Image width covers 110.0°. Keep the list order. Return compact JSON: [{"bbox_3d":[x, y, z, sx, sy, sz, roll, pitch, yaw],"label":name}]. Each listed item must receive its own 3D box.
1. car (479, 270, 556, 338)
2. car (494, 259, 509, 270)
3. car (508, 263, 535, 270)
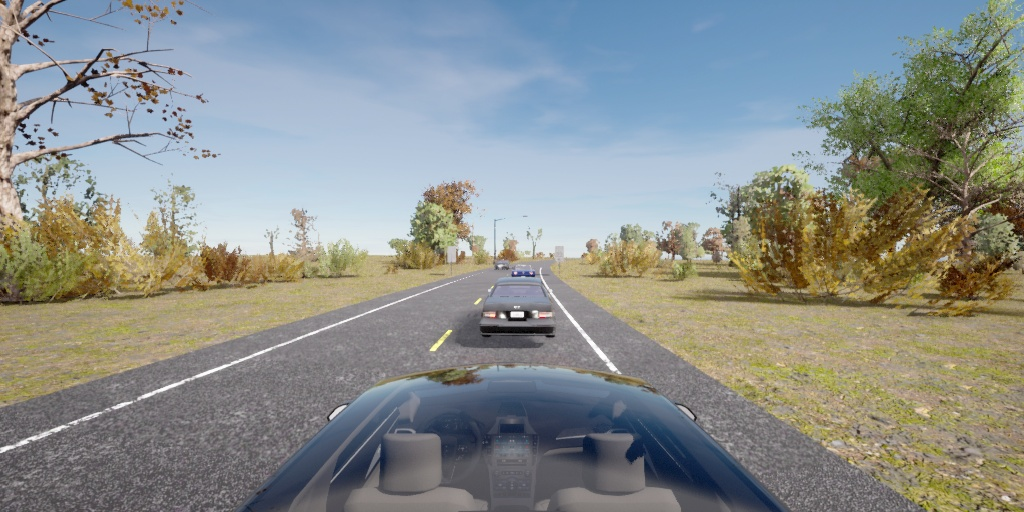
[{"bbox_3d":[0.210,1.299,10.181,2.033,1.411,5.357,0,0,2],"label":"car"},{"bbox_3d":[-1.341,1.240,50.327,2.128,1.511,4.902,0,0,5],"label":"car"},{"bbox_3d":[0.947,1.353,29.774,1.895,1.301,4.718,0,0,2],"label":"car"}]
